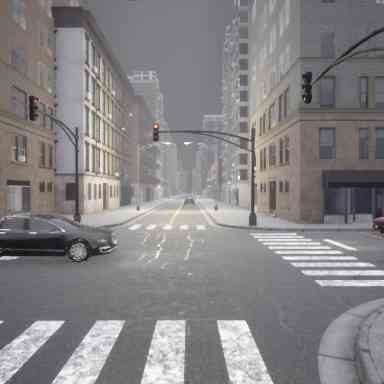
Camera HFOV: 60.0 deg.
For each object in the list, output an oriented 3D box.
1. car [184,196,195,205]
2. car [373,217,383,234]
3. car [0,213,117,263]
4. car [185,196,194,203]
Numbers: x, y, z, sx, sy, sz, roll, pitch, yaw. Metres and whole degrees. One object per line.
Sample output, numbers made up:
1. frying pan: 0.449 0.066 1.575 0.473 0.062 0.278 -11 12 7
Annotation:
1. car: -0.446 1.538 59.170 1.812 1.442 4.674 0 0 0
2. car: 11.647 1.529 16.970 4.507 1.381 1.887 0 0 0
3. car: -5.061 1.509 11.374 4.892 1.490 1.837 0 0 0
4. car: -0.523 1.545 69.174 1.812 1.442 4.674 0 0 0
